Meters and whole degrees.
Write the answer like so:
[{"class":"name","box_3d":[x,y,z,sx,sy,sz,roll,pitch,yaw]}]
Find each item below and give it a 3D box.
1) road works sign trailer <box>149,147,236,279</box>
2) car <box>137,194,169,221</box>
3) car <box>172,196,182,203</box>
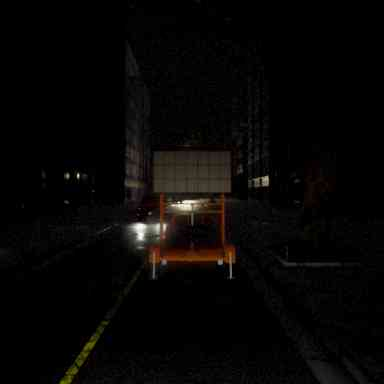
[{"class":"road works sign trailer","box_3d":[0.011,0.464,10.002,2.380,3.560,2.880,0,0,0]},{"class":"car","box_3d":[-3.072,1.219,27.181,2.150,2.045,5.566,0,0,0]},{"class":"car","box_3d":[-2.956,1.487,66.248,2.128,1.511,4.902,0,0,1]}]
